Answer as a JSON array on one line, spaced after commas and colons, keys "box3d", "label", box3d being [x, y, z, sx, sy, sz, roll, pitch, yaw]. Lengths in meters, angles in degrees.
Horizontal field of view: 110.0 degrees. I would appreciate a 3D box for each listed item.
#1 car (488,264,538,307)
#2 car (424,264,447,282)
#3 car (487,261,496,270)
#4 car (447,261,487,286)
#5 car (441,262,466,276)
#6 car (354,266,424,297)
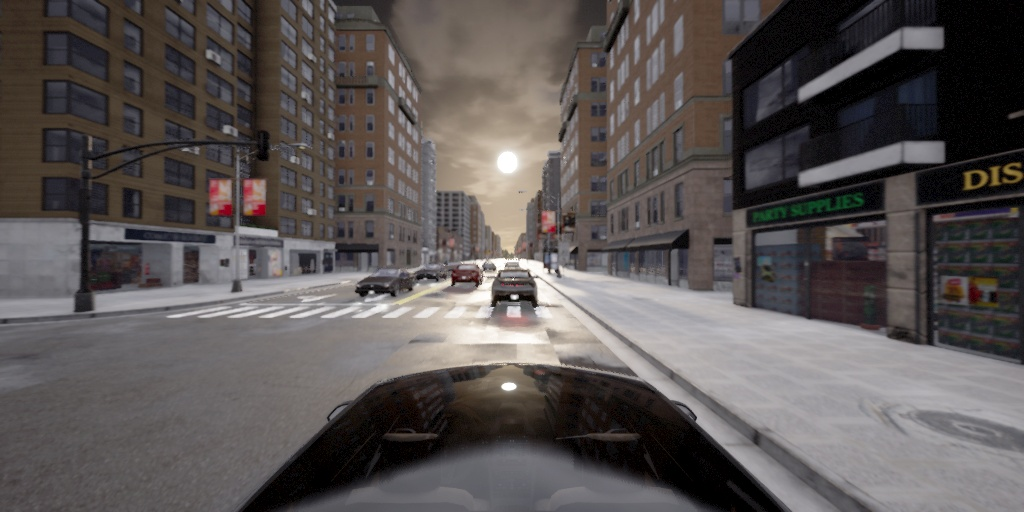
[{"box3d": [0.094, 1.284, 15.751, 1.837, 1.490, 4.892, 0, 0, 0], "label": "car"}, {"box3d": [-6.588, 1.360, 29.975, 2.033, 1.411, 5.357, 0, 0, 1], "label": "car"}, {"box3d": [-3.268, 1.428, 50.910, 1.994, 1.385, 4.181, 0, 0, 0], "label": "car"}, {"box3d": [-3.160, 1.281, 26.042, 1.882, 1.535, 5.008, 0, 0, 0], "label": "car"}, {"box3d": [-6.517, 1.385, 40.474, 2.033, 1.411, 5.357, 0, 0, 0], "label": "car"}, {"box3d": [-6.606, 1.335, 19.523, 2.033, 1.411, 5.357, 0, 0, 0], "label": "car"}]
